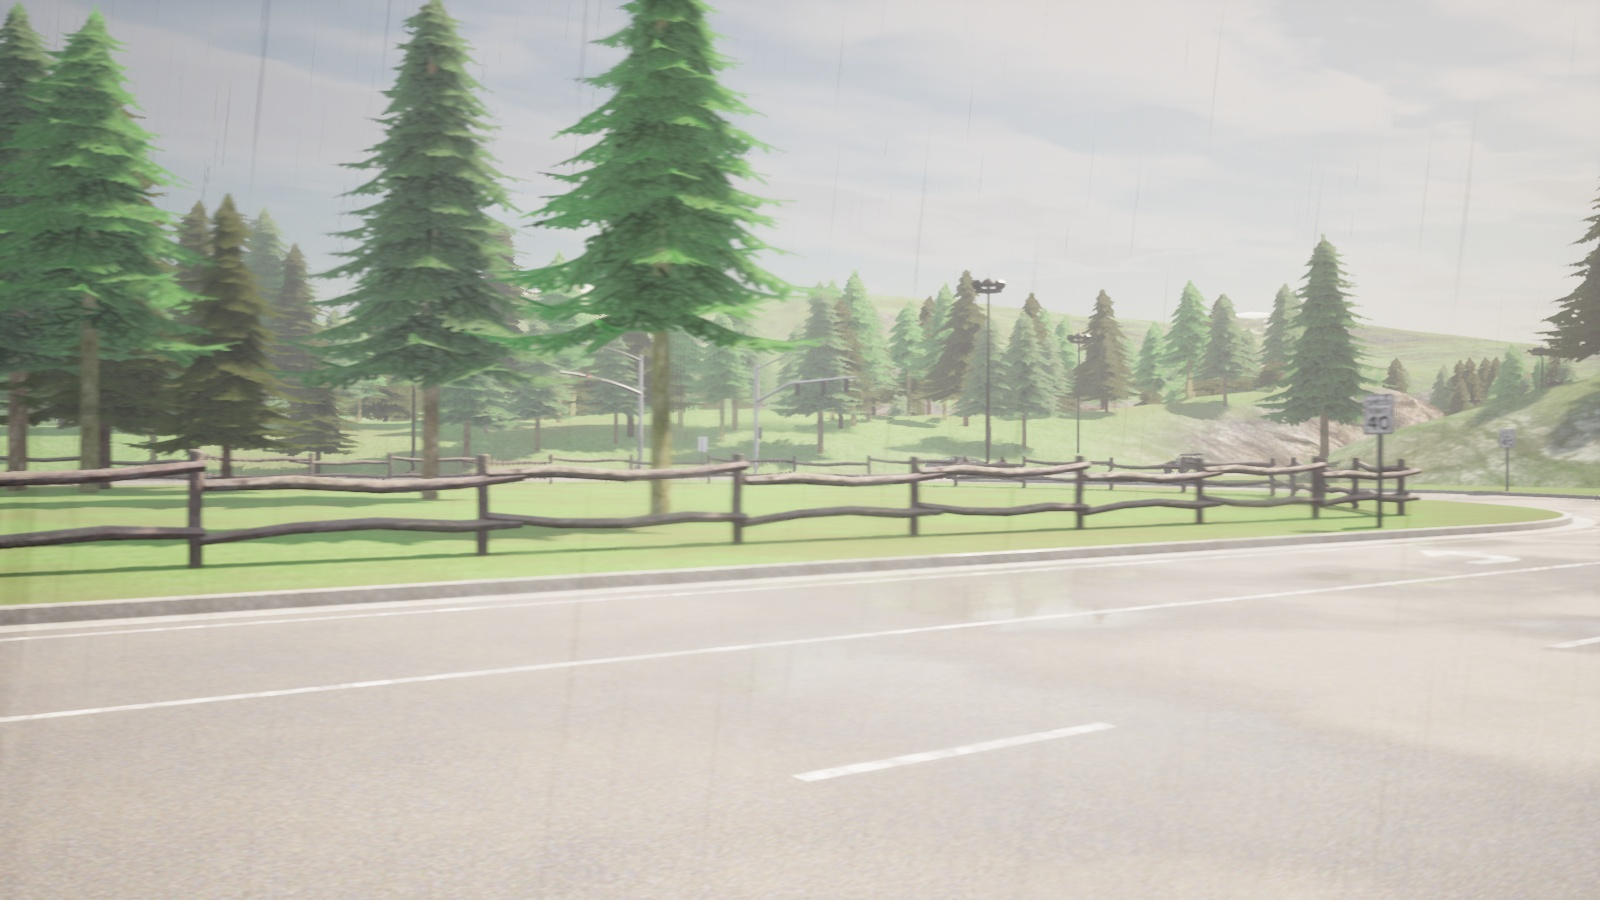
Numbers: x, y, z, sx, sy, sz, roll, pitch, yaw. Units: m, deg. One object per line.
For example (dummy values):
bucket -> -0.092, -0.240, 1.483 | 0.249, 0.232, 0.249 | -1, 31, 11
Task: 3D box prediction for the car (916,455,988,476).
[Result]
car -> 10.864, 1.093, 89.559 | 4.902, 1.511, 2.128 | 0, 0, -35
